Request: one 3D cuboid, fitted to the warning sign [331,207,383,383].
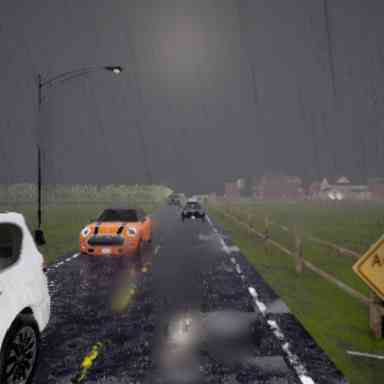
[{"bbox_3d":[2.445,1.124,3.746,1.300,1.860,1.060,0,0,0],"label":"warning sign"}]

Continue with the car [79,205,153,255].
[{"bbox_3d":[-2.833,1.366,13.276,2.097,1.767,4.553,0,0,0],"label":"car"}]

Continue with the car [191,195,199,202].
[{"bbox_3d":[0.837,1.667,88.714,2.097,1.767,4.553,0,0,0],"label":"car"}]

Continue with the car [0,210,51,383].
[{"bbox_3d":[-2.858,1.219,2.073,2.150,2.045,5.566,0,0,-1],"label":"car"}]

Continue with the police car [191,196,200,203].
[{"bbox_3d":[0.835,1.685,78.854,1.930,1.638,5.238,0,0,0],"label":"police car"}]

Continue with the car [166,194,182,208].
[{"bbox_3d":[-2.815,1.337,51.710,2.150,2.045,5.566,0,0,0],"label":"car"}]

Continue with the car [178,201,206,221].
[{"bbox_3d":[0.099,1.651,27.456,1.895,1.301,4.718,0,0,0],"label":"car"}]

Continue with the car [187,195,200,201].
[{"bbox_3d":[0.105,1.573,44.696,1.882,1.535,5.008,0,0,0],"label":"car"}]
